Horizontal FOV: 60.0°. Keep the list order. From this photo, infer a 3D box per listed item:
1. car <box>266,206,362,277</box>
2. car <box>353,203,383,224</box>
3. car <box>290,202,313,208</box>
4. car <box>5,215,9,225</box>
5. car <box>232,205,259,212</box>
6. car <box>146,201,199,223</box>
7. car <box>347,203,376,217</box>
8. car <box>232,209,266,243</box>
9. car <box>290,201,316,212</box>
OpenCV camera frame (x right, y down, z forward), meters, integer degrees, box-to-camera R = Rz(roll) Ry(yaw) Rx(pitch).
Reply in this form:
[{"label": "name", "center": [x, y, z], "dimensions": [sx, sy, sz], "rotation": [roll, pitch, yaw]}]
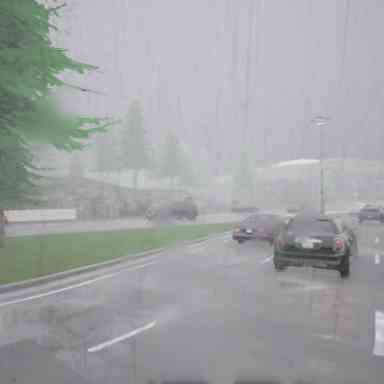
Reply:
[{"label": "car", "center": [4.294, 1.522, 11.155], "dimensions": [2.097, 1.767, 4.553], "rotation": [-2, -1, 30]}, {"label": "car", "center": [15.766, 1.840, 28.587], "dimensions": [2.128, 1.511, 4.902], "rotation": [-2, -2, 39]}, {"label": "car", "center": [14.864, 2.256, 45.436], "dimensions": [2.033, 1.411, 5.357], "rotation": [-2, -2, 42]}, {"label": "car", "center": [-17.751, 2.201, 27.491], "dimensions": [4.553, 1.767, 2.097], "rotation": [0, -1, -33]}, {"label": "car", "center": [7.697, 2.472, 47.917], "dimensions": [1.895, 1.301, 4.718], "rotation": [-2, -2, 42]}, {"label": "car", "center": [-1.885, 1.950, 33.558], "dimensions": [5.566, 2.045, 2.150], "rotation": [0, -2, -37]}, {"label": "car", "center": [19.696, 2.016, 38.507], "dimensions": [1.812, 1.442, 4.674], "rotation": [-2, -2, 41]}, {"label": "car", "center": [3.814, 1.853, 17.384], "dimensions": [2.033, 1.411, 5.357], "rotation": [-2, -1, 28]}, {"label": "car", "center": [18.228, 2.331, 54.430], "dimensions": [2.128, 1.511, 4.902], "rotation": [-2, -2, 42]}]
